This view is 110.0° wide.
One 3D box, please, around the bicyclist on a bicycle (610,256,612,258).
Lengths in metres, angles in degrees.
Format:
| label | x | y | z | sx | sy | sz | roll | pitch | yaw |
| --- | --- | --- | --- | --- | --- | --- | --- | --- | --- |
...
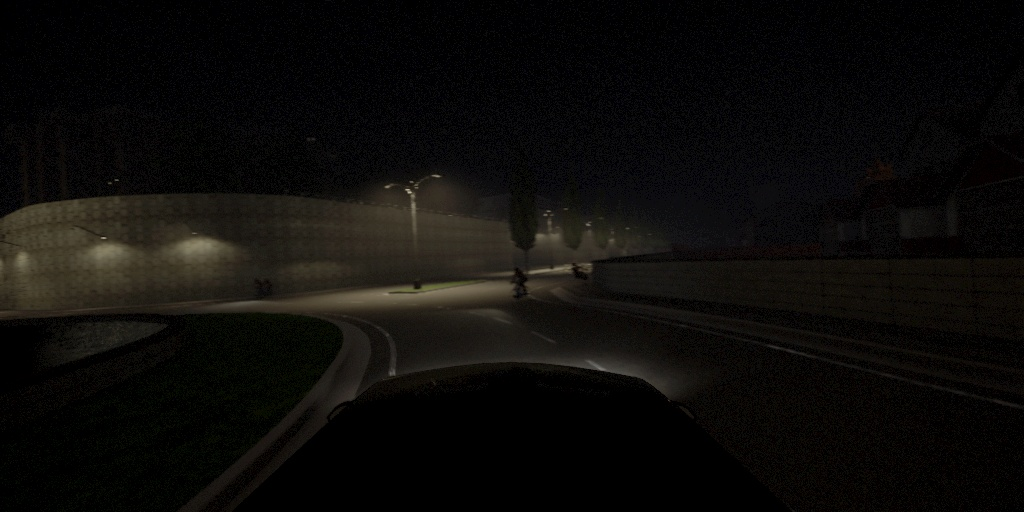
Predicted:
| label | x | y | z | sx | sy | sz | roll | pitch | yaw |
| --- | --- | --- | --- | --- | --- | --- | --- | --- | --- |
| bicyclist on a bicycle | 8.094 | 0.805 | 28.575 | 0.582 | 1.620 | 1.656 | -9 | 4 | -42 |

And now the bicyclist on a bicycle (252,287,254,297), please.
| label | x | y | z | sx | sy | sz | roll | pitch | yaw |
| --- | --- | --- | --- | --- | --- | --- | --- | --- | --- |
| bicyclist on a bicycle | -20.184 | 2.573 | 28.628 | 0.582 | 1.620 | 1.656 | -4 | 9 | -2 |

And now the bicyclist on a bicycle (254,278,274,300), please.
| label | x | y | z | sx | sy | sz | roll | pitch | yaw |
| --- | --- | --- | --- | --- | --- | --- | --- | --- | --- |
| bicyclist on a bicycle | -19.562 | 2.572 | 28.674 | 0.582 | 1.620 | 1.656 | 5 | 5 | 0 |

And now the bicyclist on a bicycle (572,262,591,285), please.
| label | x | y | z | sx | sy | sz | roll | pitch | yaw |
| --- | --- | --- | --- | --- | --- | --- | --- | --- | --- |
| bicyclist on a bicycle | 4.002 | 0.951 | 20.728 | 0.582 | 1.656 | 1.620 | -17 | 36 | -24 |

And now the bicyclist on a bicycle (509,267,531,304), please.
| label | x | y | z | sx | sy | sz | roll | pitch | yaw |
| --- | --- | --- | --- | --- | --- | --- | --- | --- | --- |
| bicyclist on a bicycle | 0.353 | 1.305 | 16.133 | 0.582 | 1.620 | 1.656 | -4 | -1 | 38 |
